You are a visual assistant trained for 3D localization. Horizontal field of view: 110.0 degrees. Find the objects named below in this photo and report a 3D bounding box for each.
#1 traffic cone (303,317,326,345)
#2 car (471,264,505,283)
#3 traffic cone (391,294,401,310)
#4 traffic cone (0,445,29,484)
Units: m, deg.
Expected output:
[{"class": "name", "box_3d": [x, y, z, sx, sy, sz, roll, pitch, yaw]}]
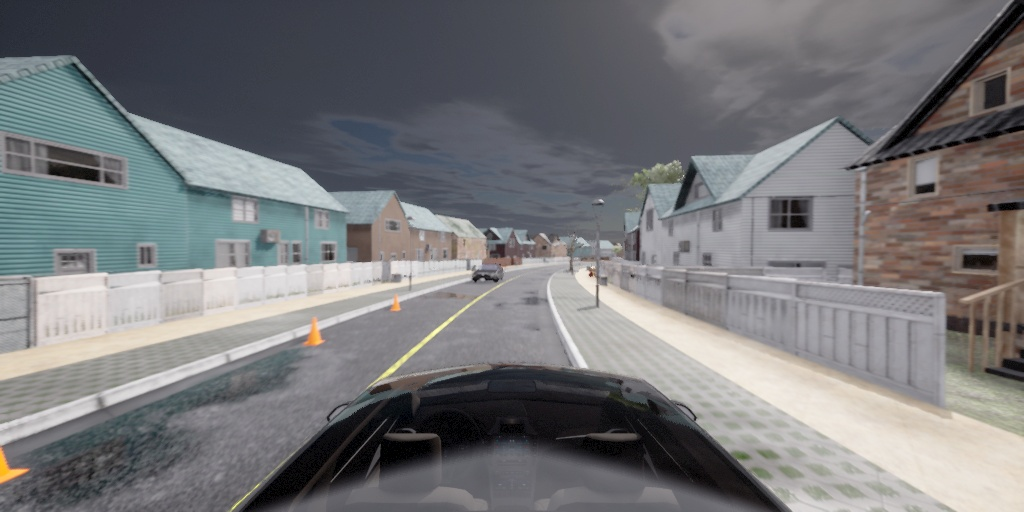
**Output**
[{"class": "traffic cone", "box_3d": [-4.527, 1.695, 8.215, 0.340, 0.580, 0.340, 0, 0, 2]}, {"class": "car", "box_3d": [-1.748, 1.310, 28.239, 2.033, 1.411, 5.357, 0, 0, 8]}, {"class": "traffic cone", "box_3d": [-4.295, 1.693, 13.273, 0.340, 0.580, 0.340, 0, 0, 3]}, {"class": "traffic cone", "box_3d": [-4.634, 1.697, 3.152, 0.340, 0.580, 0.340, 0, 0, 0]}]
